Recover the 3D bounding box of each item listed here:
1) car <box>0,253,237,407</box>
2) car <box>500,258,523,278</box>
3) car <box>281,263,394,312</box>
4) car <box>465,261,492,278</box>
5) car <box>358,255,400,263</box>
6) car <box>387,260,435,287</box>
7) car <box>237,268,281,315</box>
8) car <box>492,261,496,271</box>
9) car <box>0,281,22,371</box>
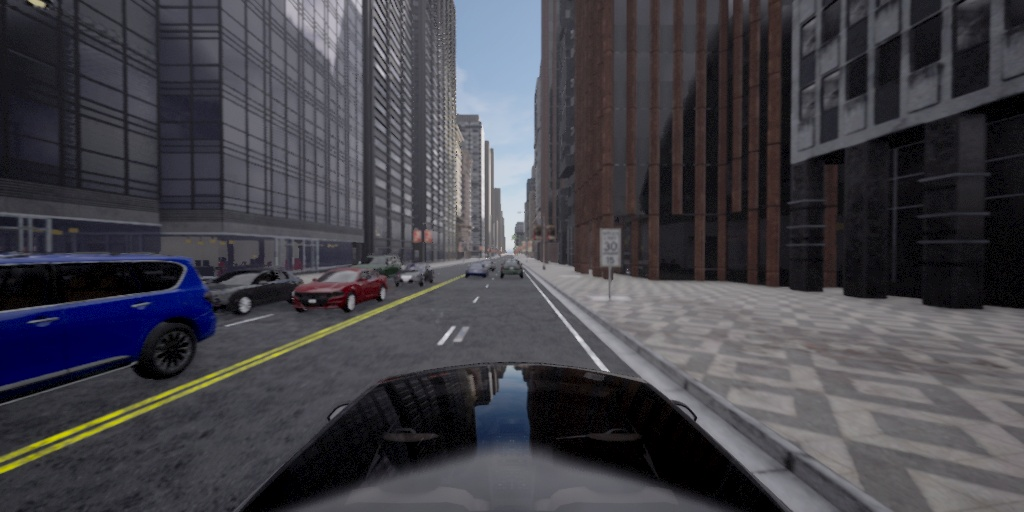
[{"bbox_3d":[-6.600,0.970,4.361,2.150,2.045,5.566,0,0,0],"label":"car"},{"bbox_3d":[-0.010,1.089,33.717,2.097,1.767,4.553,0,0,0],"label":"car"},{"bbox_3d":[-6.596,1.222,14.353,1.882,1.535,5.008,0,0,0],"label":"car"},{"bbox_3d":[-3.253,1.300,33.898,1.994,1.385,4.181,0,0,0],"label":"car"},{"bbox_3d":[-9.851,0.959,26.626,2.150,2.045,5.566,0,0,0],"label":"car"},{"bbox_3d":[-6.587,1.231,24.711,2.128,1.511,4.902,0,0,0],"label":"car"},{"bbox_3d":[-9.848,1.249,13.504,1.837,1.490,4.892,0,0,0],"label":"car"},{"bbox_3d":[-3.227,1.294,48.251,1.994,1.385,4.181,0,0,0],"label":"car"},{"bbox_3d":[-9.849,1.226,4.002,1.882,1.535,5.008,0,0,0],"label":"car"}]
